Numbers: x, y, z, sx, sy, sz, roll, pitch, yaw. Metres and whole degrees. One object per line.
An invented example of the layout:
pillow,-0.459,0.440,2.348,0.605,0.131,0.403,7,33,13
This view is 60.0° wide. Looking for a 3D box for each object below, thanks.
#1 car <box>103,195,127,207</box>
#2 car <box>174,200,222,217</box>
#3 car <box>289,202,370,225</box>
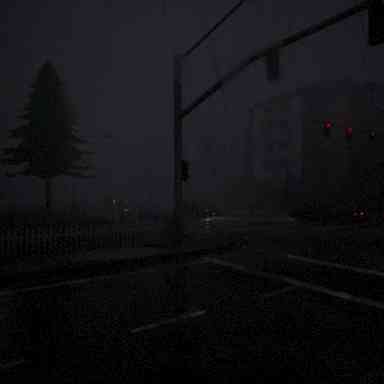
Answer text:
car,-10.793,1.254,46.682,2.097,1.767,4.553,0,0,-34
car,0.374,1.452,29.992,2.033,1.411,5.357,0,0,-34
car,9.478,1.433,23.397,2.033,1.411,5.357,0,0,-34
